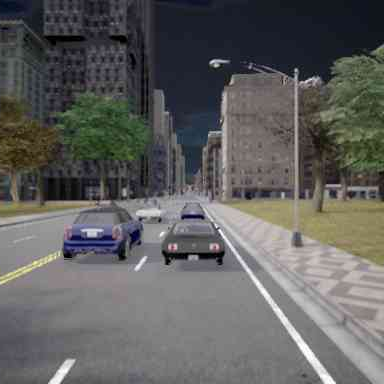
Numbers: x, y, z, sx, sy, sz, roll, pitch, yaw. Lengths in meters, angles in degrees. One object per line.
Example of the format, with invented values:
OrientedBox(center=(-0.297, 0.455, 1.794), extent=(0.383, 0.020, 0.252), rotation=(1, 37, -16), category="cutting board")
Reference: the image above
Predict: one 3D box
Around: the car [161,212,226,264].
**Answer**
OrientedBox(center=(0.064, 1.623, 11.836), extent=(1.895, 1.301, 4.718), rotation=(0, 0, 0), category="car")

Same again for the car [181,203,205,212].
OrientedBox(center=(0.078, 1.624, 28.816), extent=(1.994, 1.385, 4.181), rotation=(0, 0, 0), category="car")

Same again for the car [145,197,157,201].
OrientedBox(center=(-6.561, 1.621, 52.542), extent=(2.128, 1.511, 4.902), rotation=(0, 0, 0), category="car")

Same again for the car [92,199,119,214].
OrientedBox(center=(-9.844, 1.609, 38.179), extent=(1.812, 1.442, 4.674), rotation=(0, 0, 0), category="car")

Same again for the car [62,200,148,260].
OrientedBox(center=(-3.180, 1.376, 12.762), extent=(2.097, 1.767, 4.553), rotation=(0, 0, 0), category="car")

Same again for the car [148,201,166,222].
OrientedBox(center=(-3.184, 1.656, 26.820), extent=(1.895, 1.301, 4.718), rotation=(0, 0, 0), category="car")
